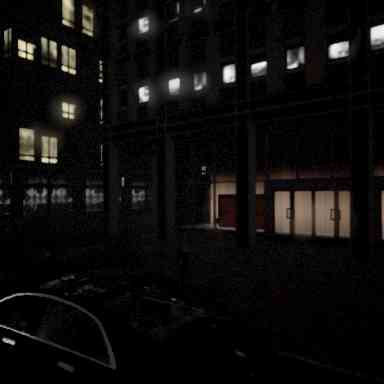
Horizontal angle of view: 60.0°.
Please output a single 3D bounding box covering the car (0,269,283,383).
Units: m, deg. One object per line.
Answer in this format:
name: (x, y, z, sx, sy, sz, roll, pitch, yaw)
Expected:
car: (-1.235, 1.583, 3.753, 4.403, 1.369, 2.008, -1, 0, 35)
